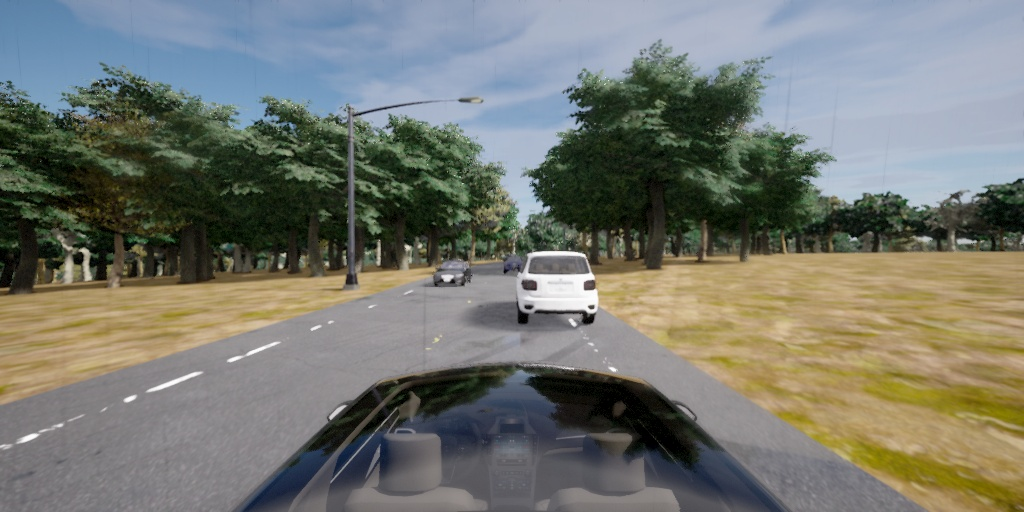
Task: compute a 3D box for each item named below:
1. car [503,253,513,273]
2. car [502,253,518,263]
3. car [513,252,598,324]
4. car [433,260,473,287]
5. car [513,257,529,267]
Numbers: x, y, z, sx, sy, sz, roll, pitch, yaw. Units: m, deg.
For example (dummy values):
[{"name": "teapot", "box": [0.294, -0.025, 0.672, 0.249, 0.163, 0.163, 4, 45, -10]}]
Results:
[{"name": "car", "box": [0.346, 0.742, 35.765, 2.097, 1.767, 4.553, 0, 1, 3]}, {"name": "car", "box": [-0.350, 0.330, 64.766, 2.097, 1.767, 4.553, 0, 1, 10]}, {"name": "car", "box": [1.225, 0.882, 11.698, 2.150, 2.045, 5.566, 0, 1, 0]}, {"name": "car", "box": [-3.570, 1.042, 22.270, 2.128, 1.511, 4.902, 0, 1, 0]}, {"name": "car", "box": [1.298, 0.797, 49.704, 1.895, 1.301, 4.718, 0, 1, 7]}]
